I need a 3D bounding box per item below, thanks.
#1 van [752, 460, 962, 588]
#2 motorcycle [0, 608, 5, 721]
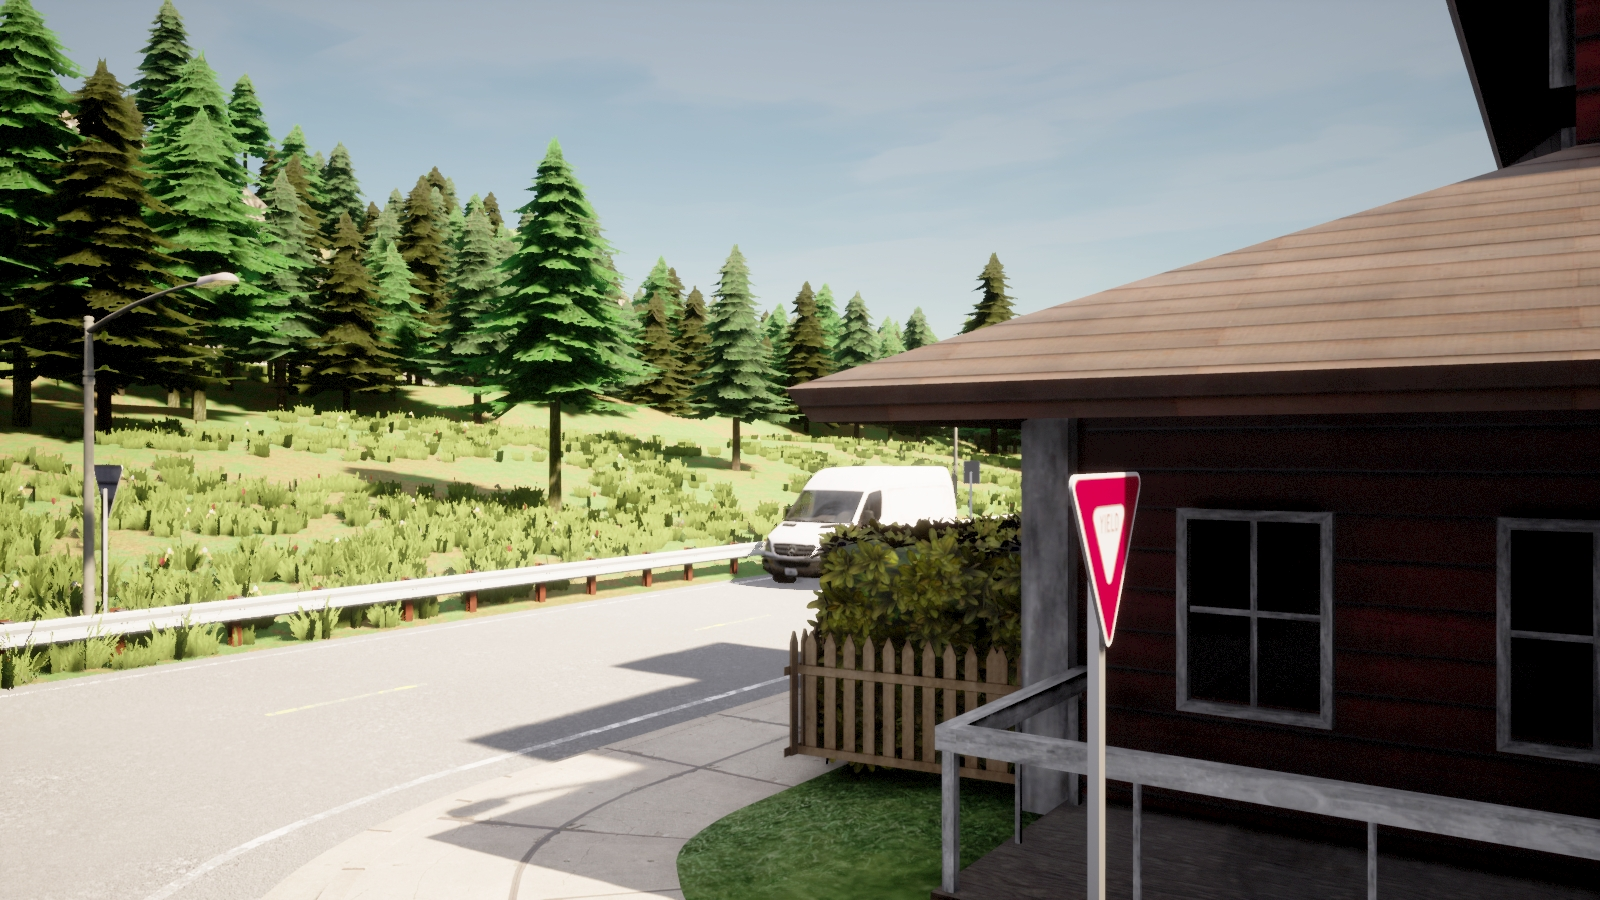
[{"bbox_3d":[1.486,1.535,26.313,1.988,2.561,5.915,0,0,35],"label":"van"},{"bbox_3d":[-9.092,2.202,11.147,0.803,1.145,2.033,0,-1,35],"label":"motorcycle"}]
